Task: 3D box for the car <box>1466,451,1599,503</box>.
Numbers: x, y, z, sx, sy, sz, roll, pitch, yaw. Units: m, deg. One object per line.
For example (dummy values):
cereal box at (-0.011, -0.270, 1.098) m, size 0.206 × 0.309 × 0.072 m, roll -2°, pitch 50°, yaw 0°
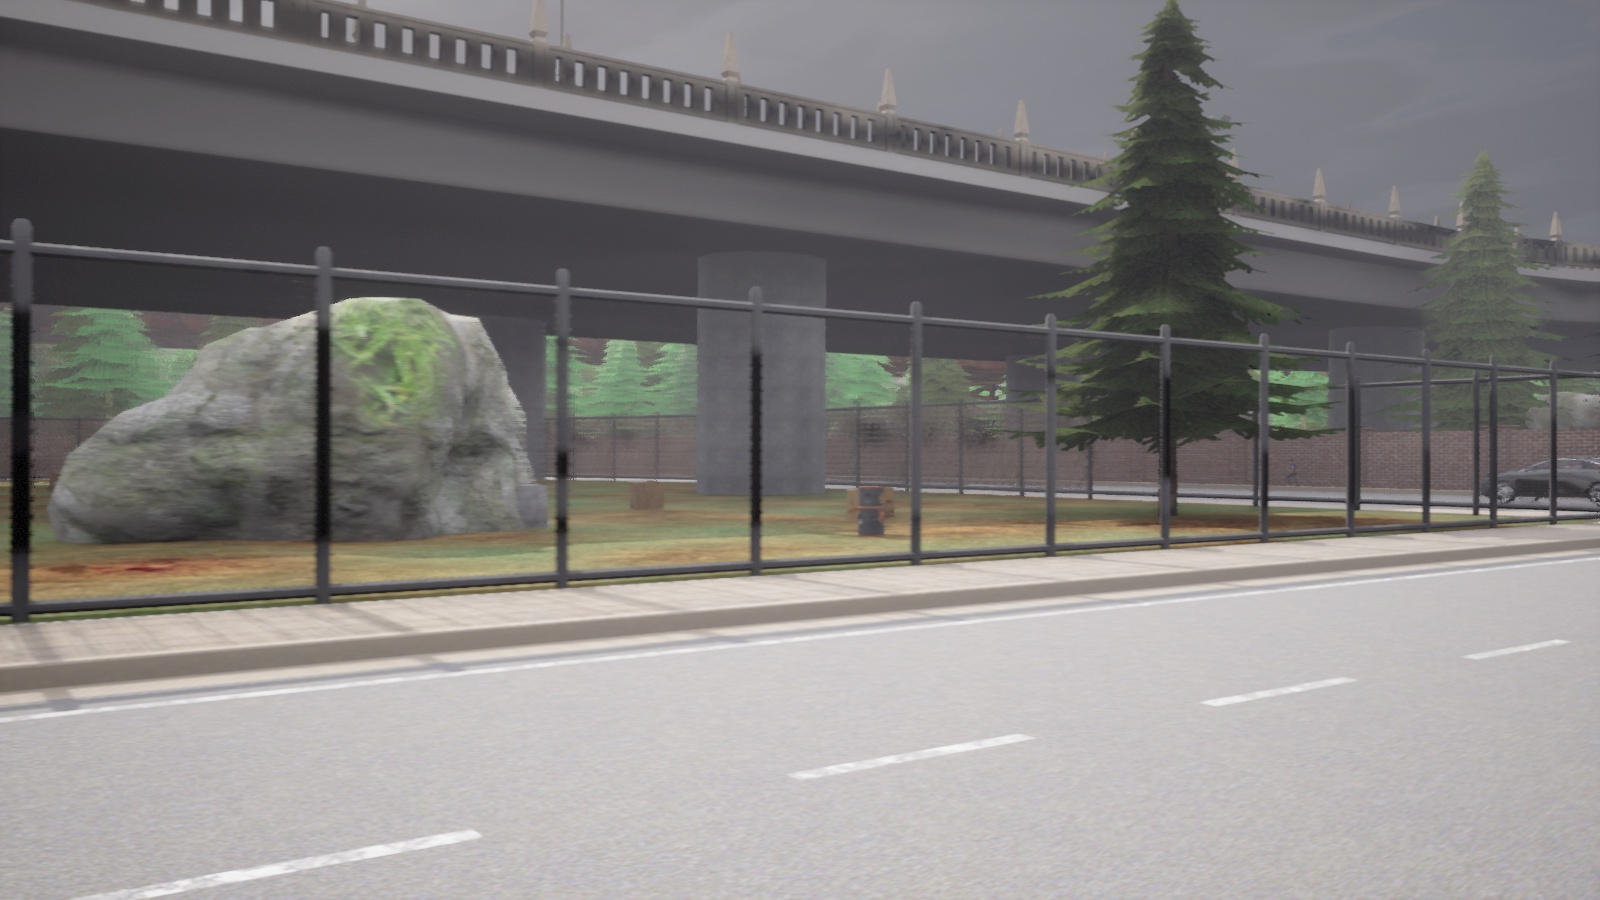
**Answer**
car at (23.507, 0.802, 38.661) m, size 2.128 × 1.511 × 4.902 m, roll 0°, pitch 0°, yaw -34°
